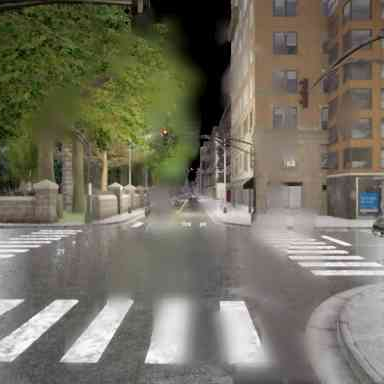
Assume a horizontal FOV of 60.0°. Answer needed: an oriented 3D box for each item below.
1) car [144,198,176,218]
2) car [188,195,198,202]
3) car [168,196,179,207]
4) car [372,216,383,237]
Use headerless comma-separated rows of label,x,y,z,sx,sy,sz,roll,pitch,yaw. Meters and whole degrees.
car,-3.004,1.526,30.668,2.033,1.411,5.357,0,0,4
car,0.198,1.424,70.777,1.812,1.442,4.674,0,0,0
car,-3.004,1.465,40.740,1.837,1.490,4.892,0,0,0
car,11.003,1.366,15.589,4.553,1.767,2.097,0,0,0
